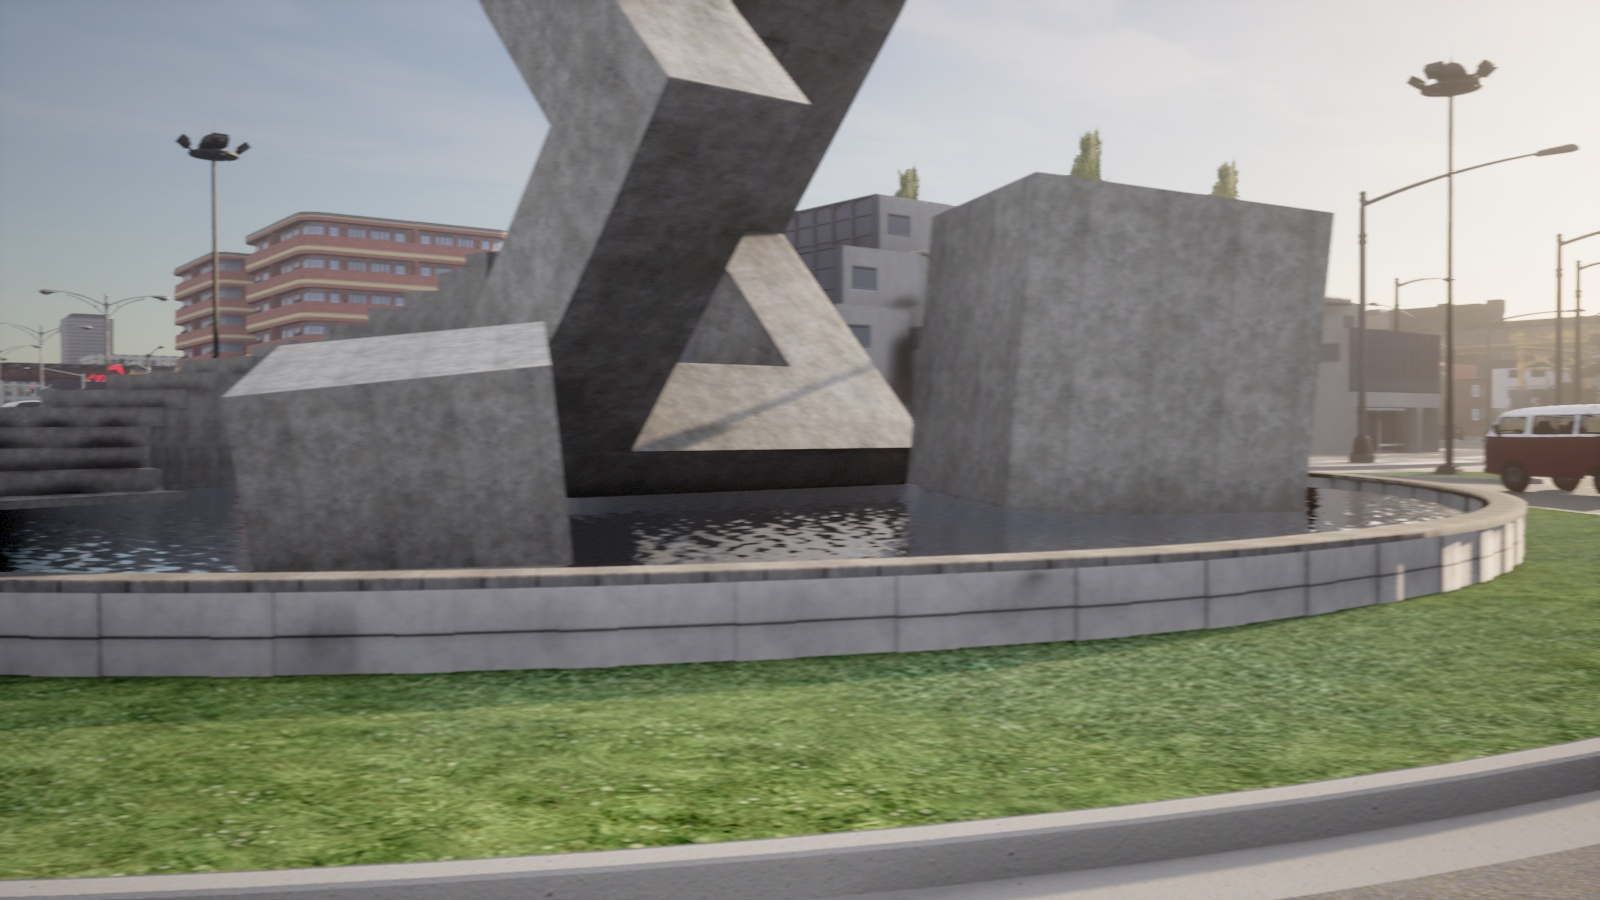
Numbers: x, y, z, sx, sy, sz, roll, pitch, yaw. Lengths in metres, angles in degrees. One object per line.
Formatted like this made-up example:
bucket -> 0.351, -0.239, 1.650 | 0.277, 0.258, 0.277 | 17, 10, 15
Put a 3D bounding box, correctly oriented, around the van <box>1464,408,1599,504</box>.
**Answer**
van -> 17.667, 0.111, 28.458 | 2.069, 2.038, 4.480 | 0, 1, -16
